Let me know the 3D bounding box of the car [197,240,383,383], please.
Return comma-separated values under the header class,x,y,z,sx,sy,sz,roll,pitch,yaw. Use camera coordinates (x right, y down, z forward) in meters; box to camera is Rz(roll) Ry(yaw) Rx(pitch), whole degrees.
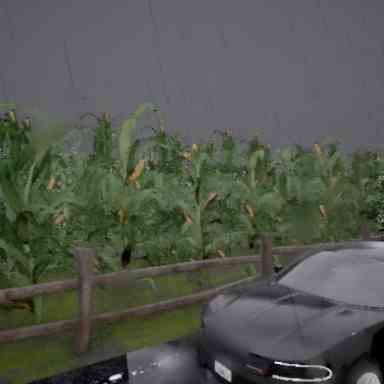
class,x,y,z,sx,sy,sz,roll,pitch,yaw
car,2.387,1.471,4.618,5.008,1.535,1.882,0,0,-33
